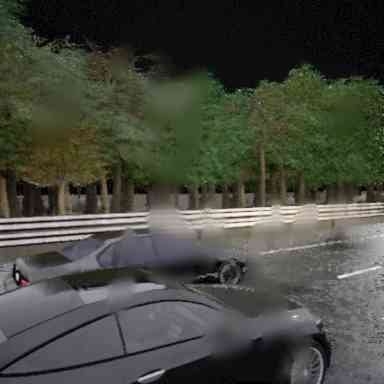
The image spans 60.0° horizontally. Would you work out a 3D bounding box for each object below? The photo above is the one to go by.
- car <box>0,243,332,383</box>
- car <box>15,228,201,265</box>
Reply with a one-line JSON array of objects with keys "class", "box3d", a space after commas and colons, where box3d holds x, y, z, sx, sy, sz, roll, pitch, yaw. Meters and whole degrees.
[{"class": "car", "box3d": [-0.567, 1.518, 3.307, 4.674, 1.442, 1.812, 0, 0, -35]}, {"class": "car", "box3d": [-0.996, 1.529, 7.286, 5.357, 1.411, 2.033, 0, 0, -35]}]
